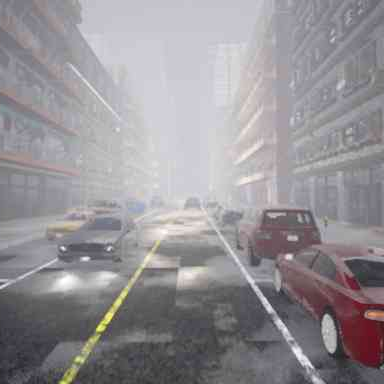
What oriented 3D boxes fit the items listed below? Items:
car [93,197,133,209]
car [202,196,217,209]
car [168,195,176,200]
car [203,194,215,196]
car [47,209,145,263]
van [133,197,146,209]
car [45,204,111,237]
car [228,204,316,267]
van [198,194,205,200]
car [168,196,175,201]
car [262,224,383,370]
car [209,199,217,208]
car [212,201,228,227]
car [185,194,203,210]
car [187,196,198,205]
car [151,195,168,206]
[{"bbox_3d":[-5.684,1.341,22.365,2.192,1.841,5.009,1,0,0],"label":"car"},{"bbox_3d":[2.679,1.596,44.584,1.887,1.381,4.507,1,0,0],"label":"car"},{"bbox_3d":[-5.696,1.677,94.390,1.802,1.307,4.206,1,0,0],"label":"car"},{"bbox_3d":[2.681,1.372,50.125,2.192,1.841,5.009,1,0,0],"label":"car"},{"bbox_3d":[-3.090,1.562,12.294,2.033,1.411,5.357,0,0,0],"label":"car"},{"bbox_3d":[-5.691,1.380,33.446,1.690,1.788,3.998,1,0,0],"label":"van"},{"bbox_3d":[-5.686,1.545,16.655,1.752,1.417,4.829,1,0,0],"label":"car"},{"bbox_3d":[2.702,1.329,11.341,2.192,1.841,5.009,1,0,0],"label":"car"},{"bbox_3d":[2.656,1.436,94.448,1.690,1.788,3.998,1,0,0],"label":"van"},{"bbox_3d":[-5.693,1.641,88.849,2.008,1.369,4.403,1,0,0],"label":"car"},{"bbox_3d":[2.701,1.552,5.802,1.887,1.381,4.507,1,0,0],"label":"car"},{"bbox_3d":[2.689,1.559,28.133,1.752,1.417,4.829,1,0,0],"label":"car"},{"bbox_3d":[2.691,1.577,22.422,2.008,1.369,4.403,1,0,0],"label":"car"},{"bbox_3d":[0.075,1.403,44.977,2.097,1.767,4.553,0,0,0],"label":"car"},{"bbox_3d":[0.062,1.543,59.888,1.882,1.535,5.008,0,0,0],"label":"car"},{"bbox_3d":[-5.703,1.377,55.608,2.192,1.841,5.009,1,0,0],"label":"car"}]
